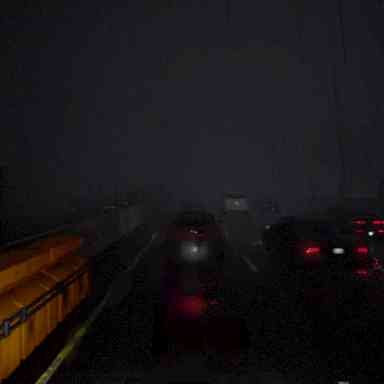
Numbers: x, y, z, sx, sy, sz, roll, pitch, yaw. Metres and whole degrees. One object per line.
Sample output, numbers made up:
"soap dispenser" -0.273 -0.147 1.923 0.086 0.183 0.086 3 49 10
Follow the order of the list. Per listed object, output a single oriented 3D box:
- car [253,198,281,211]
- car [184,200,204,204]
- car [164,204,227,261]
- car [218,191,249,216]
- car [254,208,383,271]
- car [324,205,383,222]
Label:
"car" 7.102 1.250 31.465 1.812 1.442 4.674 0 1 0
"car" 0.099 1.349 28.804 1.895 1.301 4.718 0 1 0
"car" 0.079 1.399 11.875 1.837 1.490 4.892 0 0 0
"car" 3.604 0.962 29.436 2.150 2.045 5.566 0 0 0
"car" 3.569 1.454 10.568 2.033 1.411 5.357 0 1 0
"car" 7.096 1.367 15.597 1.837 1.490 4.892 0 0 0
